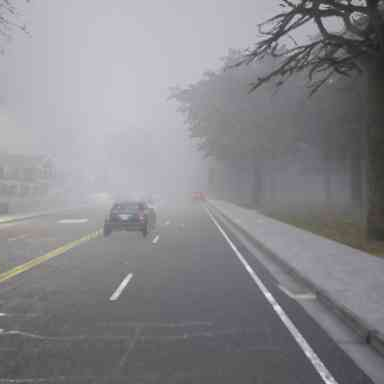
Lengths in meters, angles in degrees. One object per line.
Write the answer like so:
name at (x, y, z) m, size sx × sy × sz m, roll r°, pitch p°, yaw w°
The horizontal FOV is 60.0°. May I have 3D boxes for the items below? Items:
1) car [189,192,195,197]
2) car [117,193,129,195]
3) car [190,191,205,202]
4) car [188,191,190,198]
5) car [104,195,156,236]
car at (0.000, 0.715, 95.001) m, size 1.837 × 1.490 × 4.892 m, roll 0°, pitch 0°, yaw 0°
car at (-9.821, 0.980, 46.449) m, size 2.097 × 1.767 × 4.553 m, roll 0°, pitch 0°, yaw 0°
car at (1.138, 0.754, 60.364) m, size 2.150 × 2.045 × 5.566 m, roll 0°, pitch 0°, yaw 0°
car at (0.001, 0.589, 79.456) m, size 2.097 × 1.767 × 4.553 m, roll 0°, pitch 0°, yaw 0°
car at (-3.148, 1.225, 17.649) m, size 2.097 × 1.767 × 4.553 m, roll 0°, pitch 0°, yaw 0°
